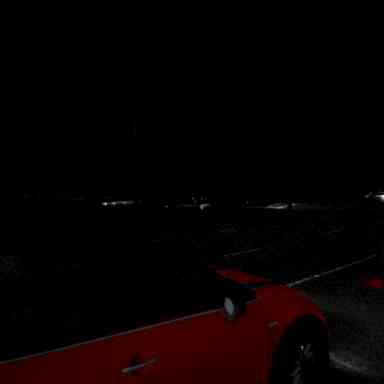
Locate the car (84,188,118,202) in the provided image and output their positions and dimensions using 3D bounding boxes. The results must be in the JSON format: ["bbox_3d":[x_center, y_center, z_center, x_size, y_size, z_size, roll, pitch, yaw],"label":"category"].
[{"bbox_3d":[-13.448,0.618,47.861,4.892,1.490,1.837,2,4,33],"label":"car"}]

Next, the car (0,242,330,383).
[{"bbox_3d":[-0.534,1.351,3.587,4.553,1.767,2.097,0,0,-36],"label":"car"}]

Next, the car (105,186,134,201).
[{"bbox_3d":[-11.346,0.178,50.649,5.566,2.045,2.150,2,4,33],"label":"car"}]

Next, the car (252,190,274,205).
[{"bbox_3d":[7.111,0.562,38.717,4.553,1.767,2.097,0,2,32],"label":"car"}]

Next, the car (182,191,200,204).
[{"bbox_3d":[-0.294,0.711,43.499,4.892,1.490,1.837,1,3,33],"label":"car"}]

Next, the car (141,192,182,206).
[{"bbox_3d":[-4.190,0.823,41.857,5.008,1.535,1.882,1,3,33],"label":"car"}]

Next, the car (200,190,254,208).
[{"bbox_3d":[3.820,0.872,36.664,4.902,1.511,2.128,0,2,33],"label":"car"}]

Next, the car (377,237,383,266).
[{"bbox_3d":[7.268,1.449,9.967,4.181,1.385,1.994,-2,1,-40],"label":"car"}]
